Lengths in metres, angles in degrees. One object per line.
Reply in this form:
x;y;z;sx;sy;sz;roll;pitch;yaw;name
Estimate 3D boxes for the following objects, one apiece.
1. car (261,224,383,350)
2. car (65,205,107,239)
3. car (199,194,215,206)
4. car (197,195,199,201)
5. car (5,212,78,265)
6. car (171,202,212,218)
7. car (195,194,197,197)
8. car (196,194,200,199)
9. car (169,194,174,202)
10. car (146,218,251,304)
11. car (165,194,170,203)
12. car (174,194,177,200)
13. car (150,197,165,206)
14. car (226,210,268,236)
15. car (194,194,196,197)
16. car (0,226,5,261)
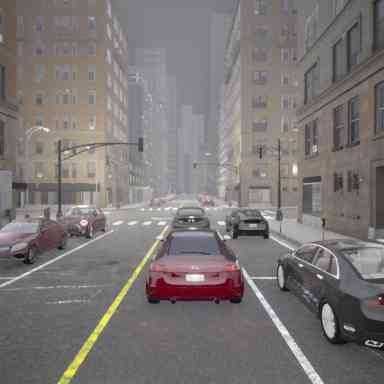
2.828;1.551;6.196;2.008;1.369;4.403;0;0;0;car
-5.752;1.442;17.156;1.967;1.590;4.097;0;0;0;car
2.621;1.479;54.288;1.967;1.590;4.097;0;0;0;car
2.587;1.610;65.106;2.008;1.369;4.403;0;0;0;car
-5.725;1.583;11.654;1.802;1.307;4.206;0;0;0;car
-0.047;1.506;17.107;1.837;1.490;4.892;0;0;0;car
2.516;1.565;86.742;1.967;1.590;4.097;0;0;0;car
2.551;1.528;75.924;1.967;1.590;4.097;0;0;0;car
-5.990;1.630;81.131;1.752;1.417;4.829;0;0;0;car
0.042;1.564;8.194;1.994;1.385;4.181;0;0;-1;car
-5.938;1.610;65.075;2.008;1.369;4.403;0;0;0;car
-6.027;1.462;92.118;2.192;1.841;5.009;0;0;0;car
-5.904;1.621;54.258;1.802;1.307;4.206;0;0;0;car
2.773;1.567;17.198;1.947;1.339;4.313;0;0;0;car
2.498;1.462;92.151;2.192;1.841;5.009;0;0;0;car
-5.697;1.566;6.153;1.947;1.339;4.313;0;0;0;car
